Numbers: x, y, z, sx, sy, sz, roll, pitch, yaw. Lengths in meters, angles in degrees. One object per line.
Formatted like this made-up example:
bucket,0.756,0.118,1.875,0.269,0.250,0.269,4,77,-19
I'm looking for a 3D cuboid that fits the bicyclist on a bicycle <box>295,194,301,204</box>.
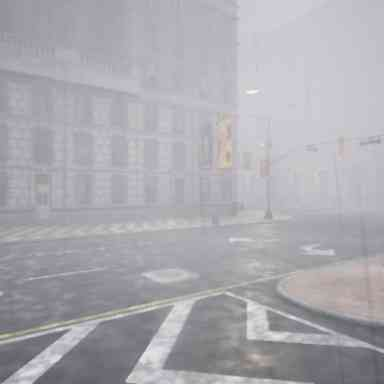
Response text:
bicyclist on a bicycle,18.659,1.238,58.287,1.656,1.620,0.582,0,0,-35
